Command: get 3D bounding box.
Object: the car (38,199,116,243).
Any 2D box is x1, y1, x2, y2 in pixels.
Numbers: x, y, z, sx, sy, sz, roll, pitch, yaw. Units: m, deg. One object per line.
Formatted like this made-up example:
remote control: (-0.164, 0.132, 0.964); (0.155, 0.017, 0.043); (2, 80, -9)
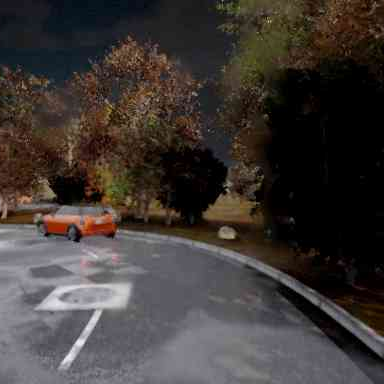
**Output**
car: (-5.804, 1.376, 16.554); (4.553, 1.767, 2.097); (-1, -1, 42)
